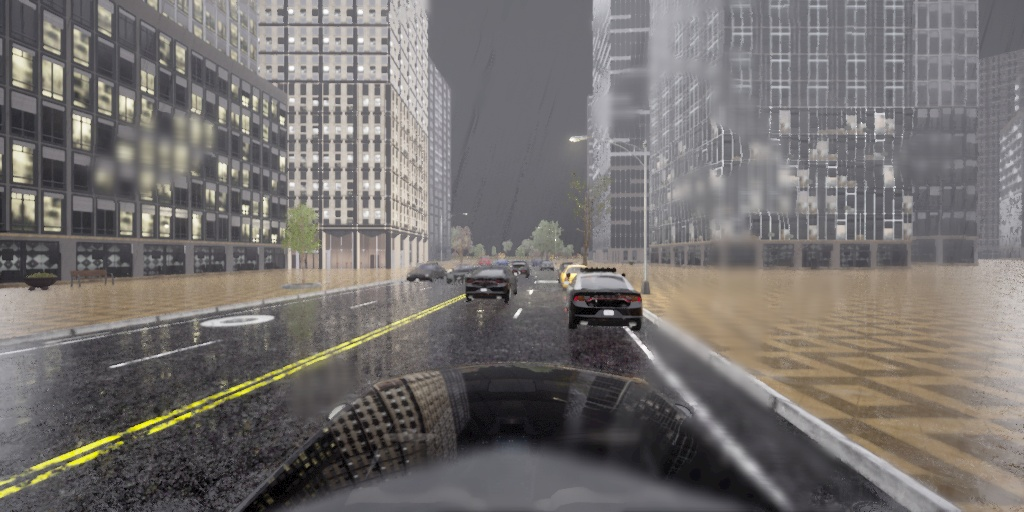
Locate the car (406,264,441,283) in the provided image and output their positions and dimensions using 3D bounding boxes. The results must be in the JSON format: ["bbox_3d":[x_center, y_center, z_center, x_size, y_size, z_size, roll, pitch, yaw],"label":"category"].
[{"bbox_3d":[-6.453,1.292,27.939,2.033,1.411,5.357,0,0,5],"label":"car"}]

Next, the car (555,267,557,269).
[{"bbox_3d":[4.387,1.250,27.319,1.837,1.490,4.892,0,0,5],"label":"car"}]

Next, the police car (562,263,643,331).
[{"bbox_3d":[2.678,1.173,11.267,1.930,1.638,5.238,0,0,7],"label":"police car"}]

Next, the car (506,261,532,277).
[{"bbox_3d":[0.771,1.248,34.878,1.837,1.490,4.892,0,0,4],"label":"car"}]

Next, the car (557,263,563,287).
[{"bbox_3d":[3.842,1.202,21.440,1.801,1.575,5.366,0,0,6],"label":"car"}]

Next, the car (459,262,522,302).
[{"bbox_3d":[-0.837,1.224,16.935,1.882,1.535,5.008,0,0,7],"label":"car"}]

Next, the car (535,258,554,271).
[{"bbox_3d":[4.681,1.295,48.731,2.033,1.411,5.357,0,0,1],"label":"car"}]

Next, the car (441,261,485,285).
[{"bbox_3d":[-3.381,1.308,26.020,1.994,1.385,4.181,0,0,5],"label":"car"}]
